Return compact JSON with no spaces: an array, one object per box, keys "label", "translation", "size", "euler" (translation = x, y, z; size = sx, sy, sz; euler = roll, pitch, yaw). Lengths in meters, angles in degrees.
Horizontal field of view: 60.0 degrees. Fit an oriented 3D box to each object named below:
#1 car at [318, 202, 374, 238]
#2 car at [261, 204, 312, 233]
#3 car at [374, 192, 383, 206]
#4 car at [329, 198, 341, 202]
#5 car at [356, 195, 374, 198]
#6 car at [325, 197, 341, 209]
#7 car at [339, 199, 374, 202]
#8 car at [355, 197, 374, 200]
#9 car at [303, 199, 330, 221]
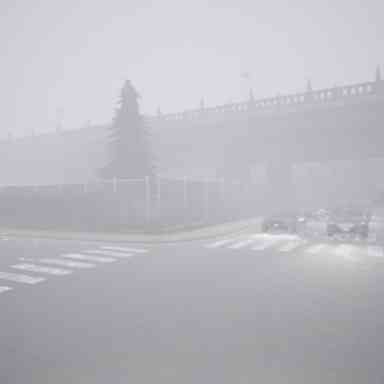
[{"label":"car","translation":[8.331,1.483,17.682],"size":[2.128,1.511,4.902],"euler":[-2,-1,29]},{"label":"car","translation":[5.646,1.640,20.151],"size":[1.994,1.385,4.181],"euler":[-2,-1,30]},{"label":"car","translation":[29.303,1.040,51.493],"size":[2.150,2.045,5.566],"euler":[-1,0,15]},{"label":"car","translation":[14.939,1.511,37.160],"size":[2.128,1.511,4.902],"euler":[-2,-1,29]},{"label":"car","translation":[22.049,1.263,43.265],"size":[2.097,1.767,4.553],"euler":[-2,-1,27]},{"label":"car","translation":[19.652,1.521,46.221],"size":[1.812,1.442,4.674],"euler":[-2,-1,26]},{"label":"car","translation":[12.999,1.526,26.279],"size":[1.994,1.385,4.181],"euler":[-2,-1,29]},{"label":"car","translation":[17.472,1.536,34.491],"size":[1.895,1.301,4.718],"euler":[-2,-1,29]},{"label":"car","translation":[10.083,1.597,28.254],"size":[2.033,1.411,5.357],"euler":[-2,-1,28]}]
